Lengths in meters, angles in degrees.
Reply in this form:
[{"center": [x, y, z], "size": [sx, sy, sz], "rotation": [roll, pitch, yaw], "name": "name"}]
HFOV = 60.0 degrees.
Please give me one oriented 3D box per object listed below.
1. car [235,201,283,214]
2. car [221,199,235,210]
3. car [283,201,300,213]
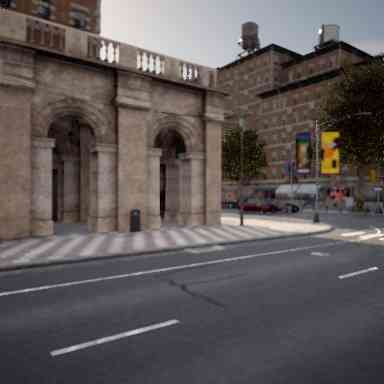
[{"center": [7.582, 1.773, 37.989], "size": [1.895, 1.301, 4.718], "rotation": [0, 0, -36], "name": "car"}, {"center": [4.950, 1.758, 47.688], "size": [1.994, 1.385, 4.181], "rotation": [0, 0, -35], "name": "car"}, {"center": [10.683, 1.756, 39.671], "size": [1.994, 1.385, 4.181], "rotation": [0, 0, -36], "name": "car"}]
